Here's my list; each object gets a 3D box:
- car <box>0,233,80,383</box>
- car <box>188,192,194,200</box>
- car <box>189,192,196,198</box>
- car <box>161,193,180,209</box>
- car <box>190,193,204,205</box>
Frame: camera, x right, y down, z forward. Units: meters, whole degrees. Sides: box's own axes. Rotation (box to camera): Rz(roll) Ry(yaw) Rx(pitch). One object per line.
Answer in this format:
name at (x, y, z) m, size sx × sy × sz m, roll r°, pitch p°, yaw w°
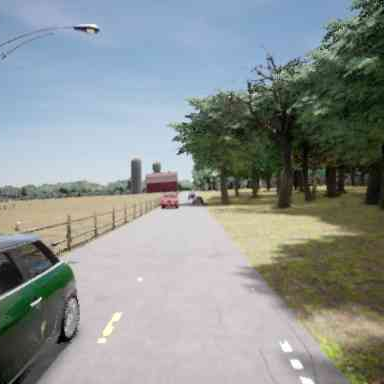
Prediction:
car at (-2.848, 1.370, 3.430) m, size 2.097 × 1.767 × 4.553 m, roll 0°, pitch 0°, yaw 0°
car at (0.042, 0.984, 74.034) m, size 1.837 × 1.490 × 4.892 m, roll 0°, pitch 1°, yaw 0°
car at (0.051, 0.759, 89.438) m, size 1.812 × 1.442 × 4.674 m, roll 0°, pitch 1°, yaw 0°
car at (-2.815, 1.147, 43.525) m, size 2.150 × 2.045 × 5.566 m, roll 0°, pitch 1°, yaw 0°
car at (0.993, 1.326, 54.855) m, size 1.812 × 1.442 × 4.674 m, roll 0°, pitch 1°, yaw 0°
